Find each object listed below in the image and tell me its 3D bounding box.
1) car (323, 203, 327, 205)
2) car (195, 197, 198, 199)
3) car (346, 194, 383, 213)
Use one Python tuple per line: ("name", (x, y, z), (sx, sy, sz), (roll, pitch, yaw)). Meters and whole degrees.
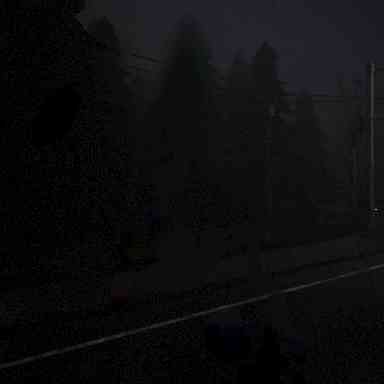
("car", (15.228, 1.547, 43.871), (2.033, 1.411, 5.357), (0, 0, -27))
("car", (-0.118, 1.601, 65.234), (4.718, 1.301, 1.895), (0, 0, 27))
("car", (18.032, 1.221, 34.007), (2.150, 2.045, 5.566), (0, 0, -6))
